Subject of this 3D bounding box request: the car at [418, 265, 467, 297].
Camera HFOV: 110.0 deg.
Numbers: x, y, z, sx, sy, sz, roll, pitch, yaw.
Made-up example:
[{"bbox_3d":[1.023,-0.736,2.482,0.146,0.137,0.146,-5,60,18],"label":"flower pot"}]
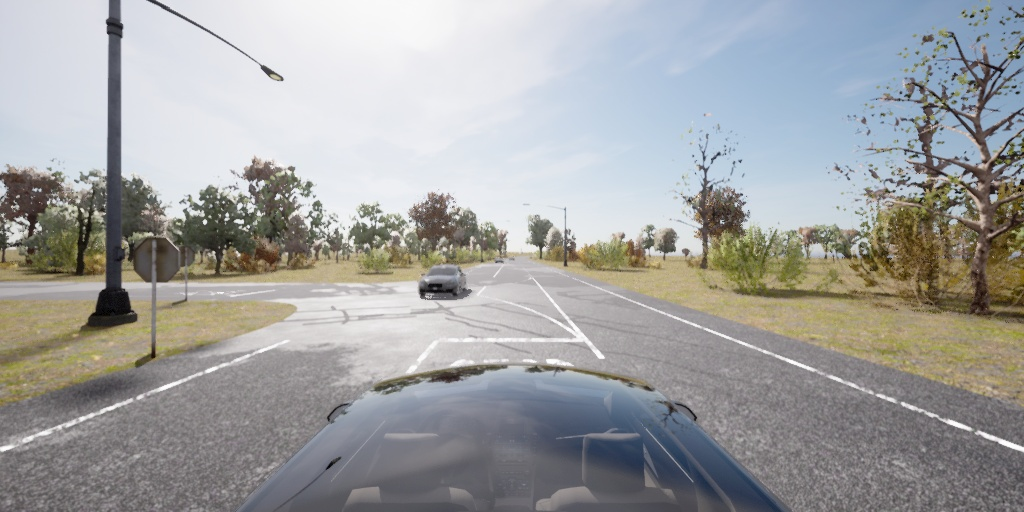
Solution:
[{"bbox_3d":[-3.470,1.220,18.623,1.837,1.490,4.892,0,0,0],"label":"car"}]
